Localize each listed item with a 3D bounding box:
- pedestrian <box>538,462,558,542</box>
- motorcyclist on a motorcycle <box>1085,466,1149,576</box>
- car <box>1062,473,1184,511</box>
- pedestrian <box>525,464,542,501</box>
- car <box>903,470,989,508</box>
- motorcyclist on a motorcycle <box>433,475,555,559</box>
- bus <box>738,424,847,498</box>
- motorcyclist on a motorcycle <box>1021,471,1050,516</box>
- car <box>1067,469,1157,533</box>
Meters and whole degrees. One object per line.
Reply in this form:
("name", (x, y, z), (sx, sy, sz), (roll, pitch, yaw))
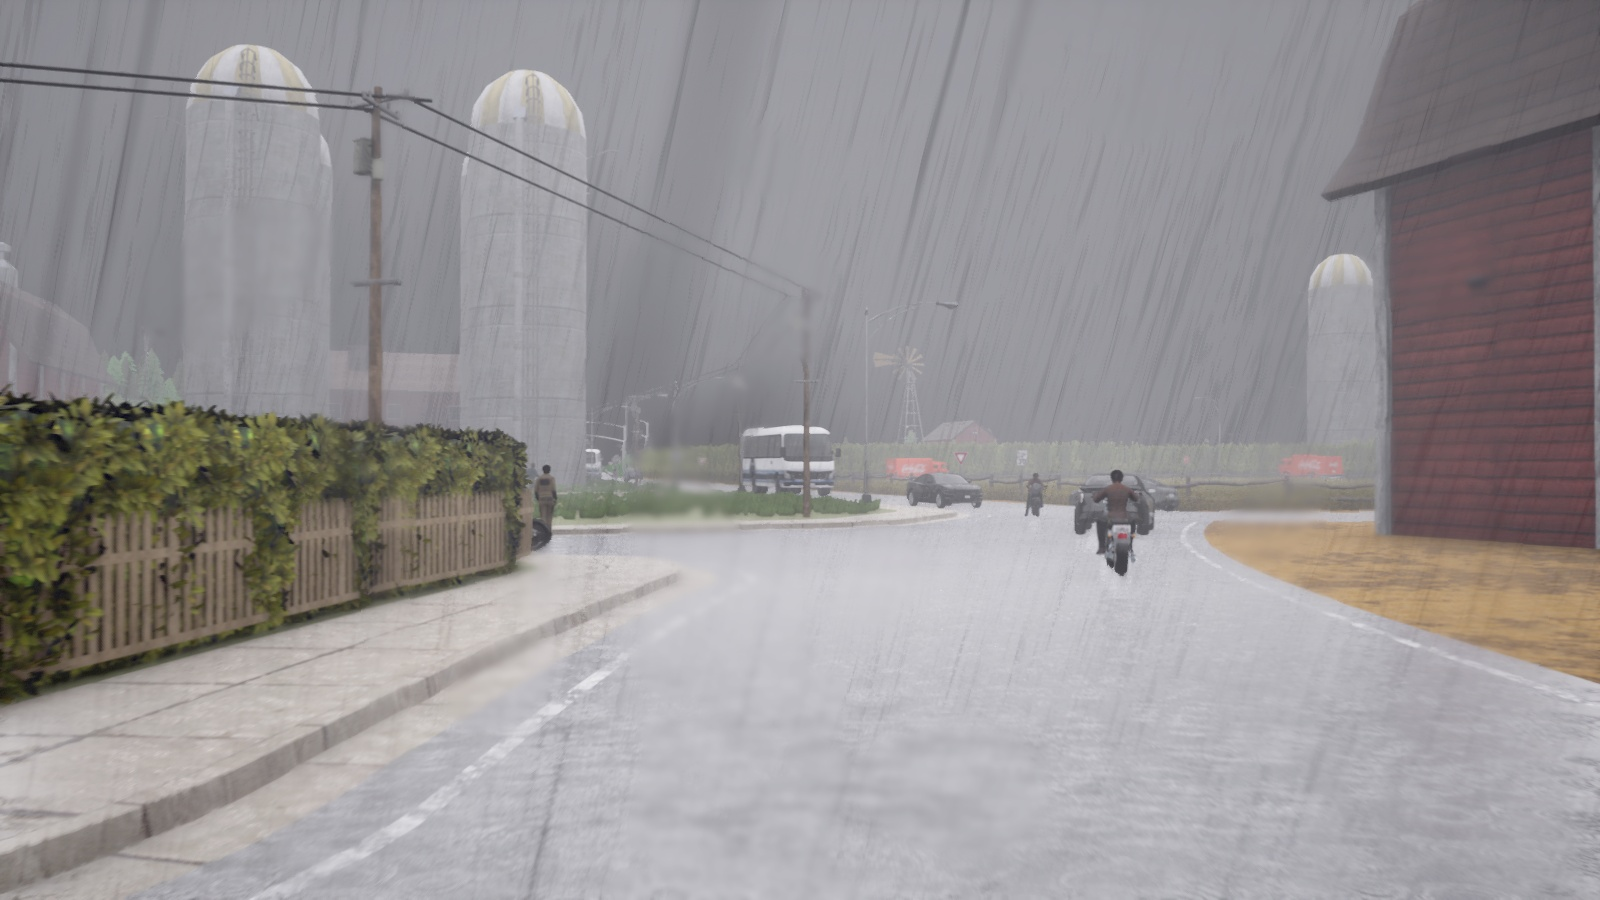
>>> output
("pedestrian", (-6.129, 1.255, 30.537), (0.396, 1.930, 0.692), (0, -1, -4))
("motorcyclist on a motorcycle", (5.041, 1.085, 20.091), (0.766, 1.649, 2.350), (-1, -1, 9))
("car", (12.592, 1.623, 49.081), (4.181, 1.385, 1.994), (-1, -1, 44))
("pedestrian", (-13.291, 1.607, 62.702), (0.370, 1.835, 0.726), (-1, -1, 42))
("car", (6.289, 1.668, 54.889), (1.882, 1.535, 5.008), (0, -1, -17))
("motorcyclist on a motorcycle", (-6.210, 1.354, 25.580), (2.350, 1.649, 0.766), (0, -1, -10))
("bus", (-0.644, 0.670, 77.630), (3.944, 4.253, 10.273), (0, -1, -17))
("motorcyclist on a motorcycle", (8.227, 1.492, 43.918), (0.797, 1.523, 2.044), (0, -1, 6))
("car", (8.147, 1.268, 32.539), (2.007, 1.525, 4.514), (-1, -1, 17))
